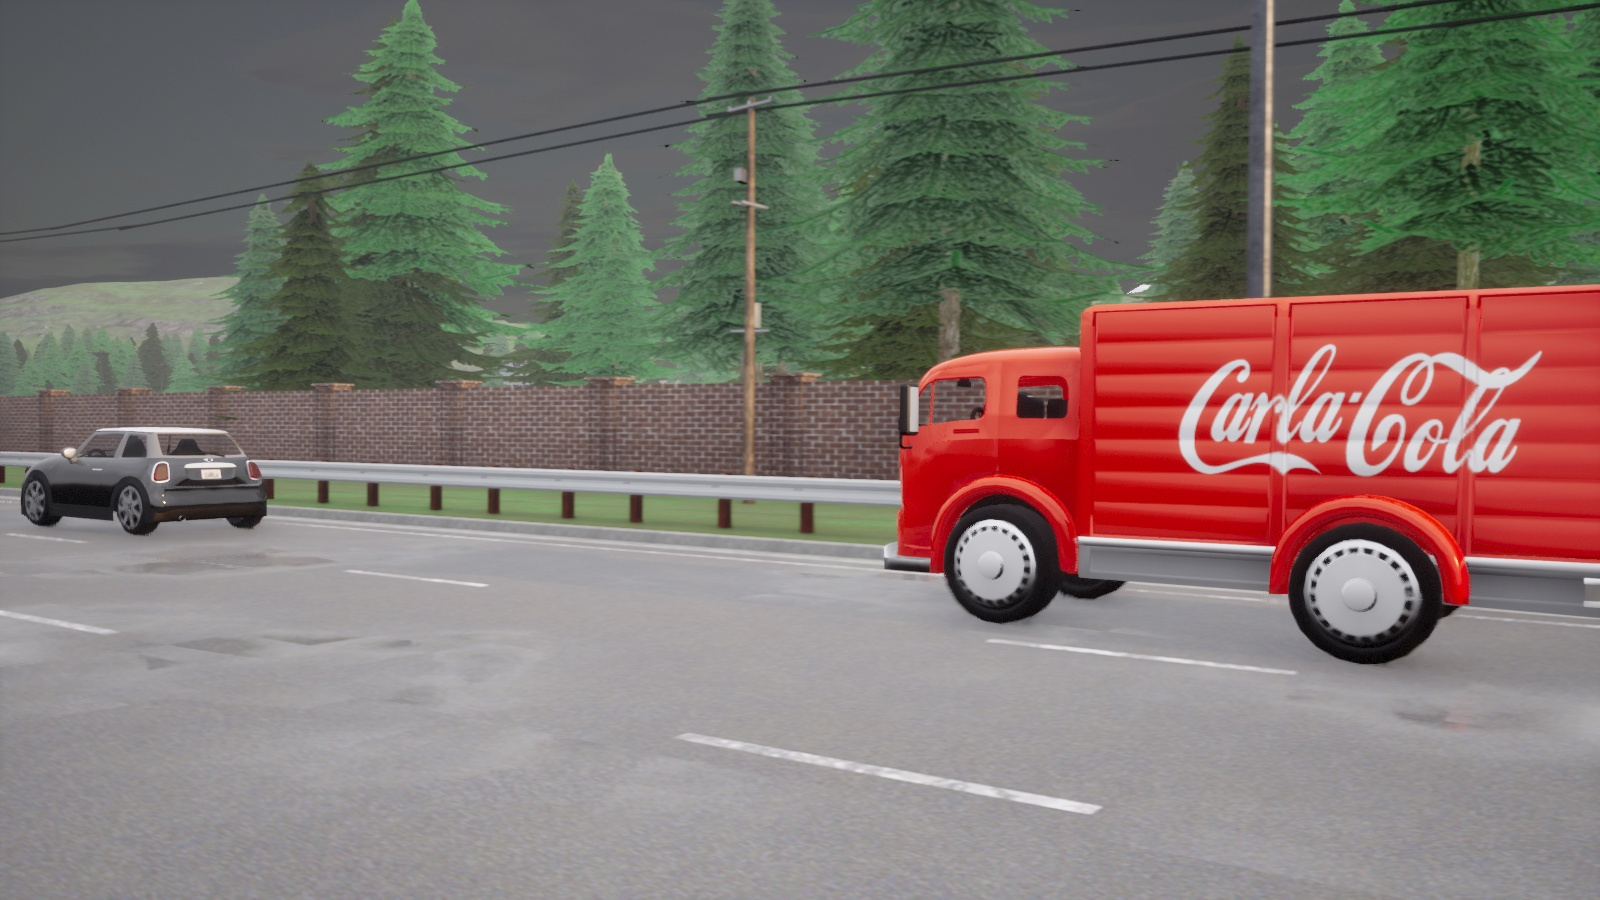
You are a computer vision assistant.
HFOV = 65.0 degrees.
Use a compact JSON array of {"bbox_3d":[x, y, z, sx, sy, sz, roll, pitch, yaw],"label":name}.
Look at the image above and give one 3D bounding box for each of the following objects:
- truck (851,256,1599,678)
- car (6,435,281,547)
[{"bbox_3d":[3.316,0.081,9.814,5.204,2.467,2.627,0,1,34],"label":"truck"},{"bbox_3d":[-9.673,0.533,18.452,3.806,1.475,1.970,0,1,34],"label":"car"}]
